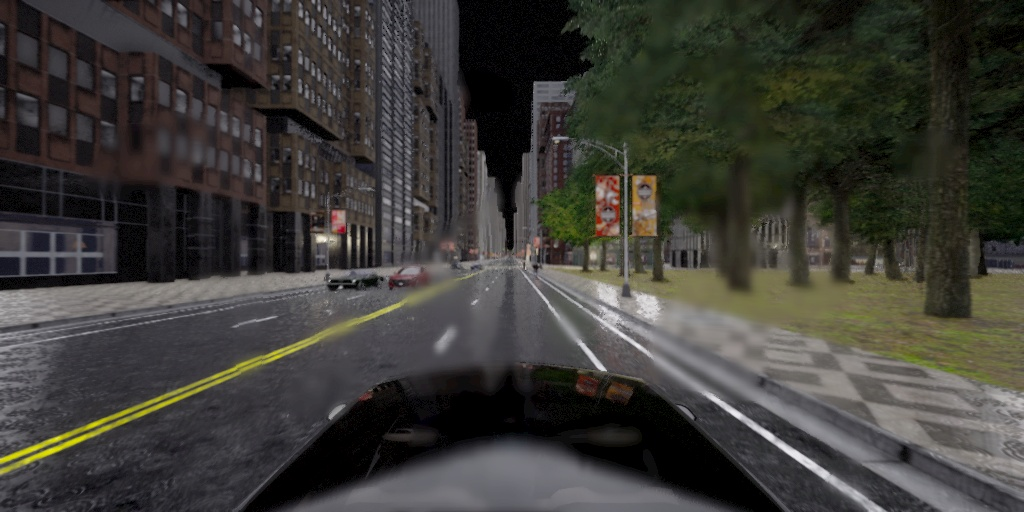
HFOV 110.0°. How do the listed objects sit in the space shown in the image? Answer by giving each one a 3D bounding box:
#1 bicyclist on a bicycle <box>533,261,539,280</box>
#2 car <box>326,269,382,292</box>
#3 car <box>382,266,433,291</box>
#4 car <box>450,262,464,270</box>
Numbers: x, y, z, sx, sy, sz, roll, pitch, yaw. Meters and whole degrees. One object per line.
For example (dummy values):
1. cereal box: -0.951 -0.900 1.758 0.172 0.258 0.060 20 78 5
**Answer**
1. bicyclist on a bicycle: 2.243 1.379 33.731 0.659 1.776 1.843 0 0 0
2. car: -9.855 1.522 22.857 1.895 1.301 4.718 0 0 0
3. car: -6.605 1.407 23.804 1.882 1.535 5.008 0 0 0
4. car: -9.781 1.849 64.195 1.994 1.385 4.181 0 -1 0
